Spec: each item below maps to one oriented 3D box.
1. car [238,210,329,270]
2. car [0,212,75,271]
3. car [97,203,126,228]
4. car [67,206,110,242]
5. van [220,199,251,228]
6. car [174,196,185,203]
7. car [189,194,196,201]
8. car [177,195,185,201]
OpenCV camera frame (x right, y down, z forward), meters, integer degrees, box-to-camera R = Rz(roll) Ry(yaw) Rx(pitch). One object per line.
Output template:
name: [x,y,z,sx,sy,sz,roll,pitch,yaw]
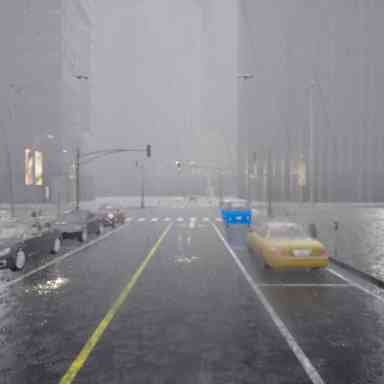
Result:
car: [2.850,1.543,10.947,1.752,1.417,4.829,-1,0,0]
car: [-5.675,1.568,10.775,2.008,1.369,4.403,-1,0,0]
car: [-5.677,1.474,22.025,1.967,1.590,4.097,-1,0,0]
car: [-5.675,1.591,16.401,1.947,1.339,4.313,-1,0,0]
van: [2.848,1.375,22.026,1.690,1.788,3.998,-1,0,0]
car: [-2.919,1.574,71.997,1.882,1.535,5.008,0,0,0]
car: [0.124,1.579,85.482,1.837,1.490,4.892,0,0,0]
car: [-2.870,1.627,87.589,1.994,1.385,4.181,0,0,0]
